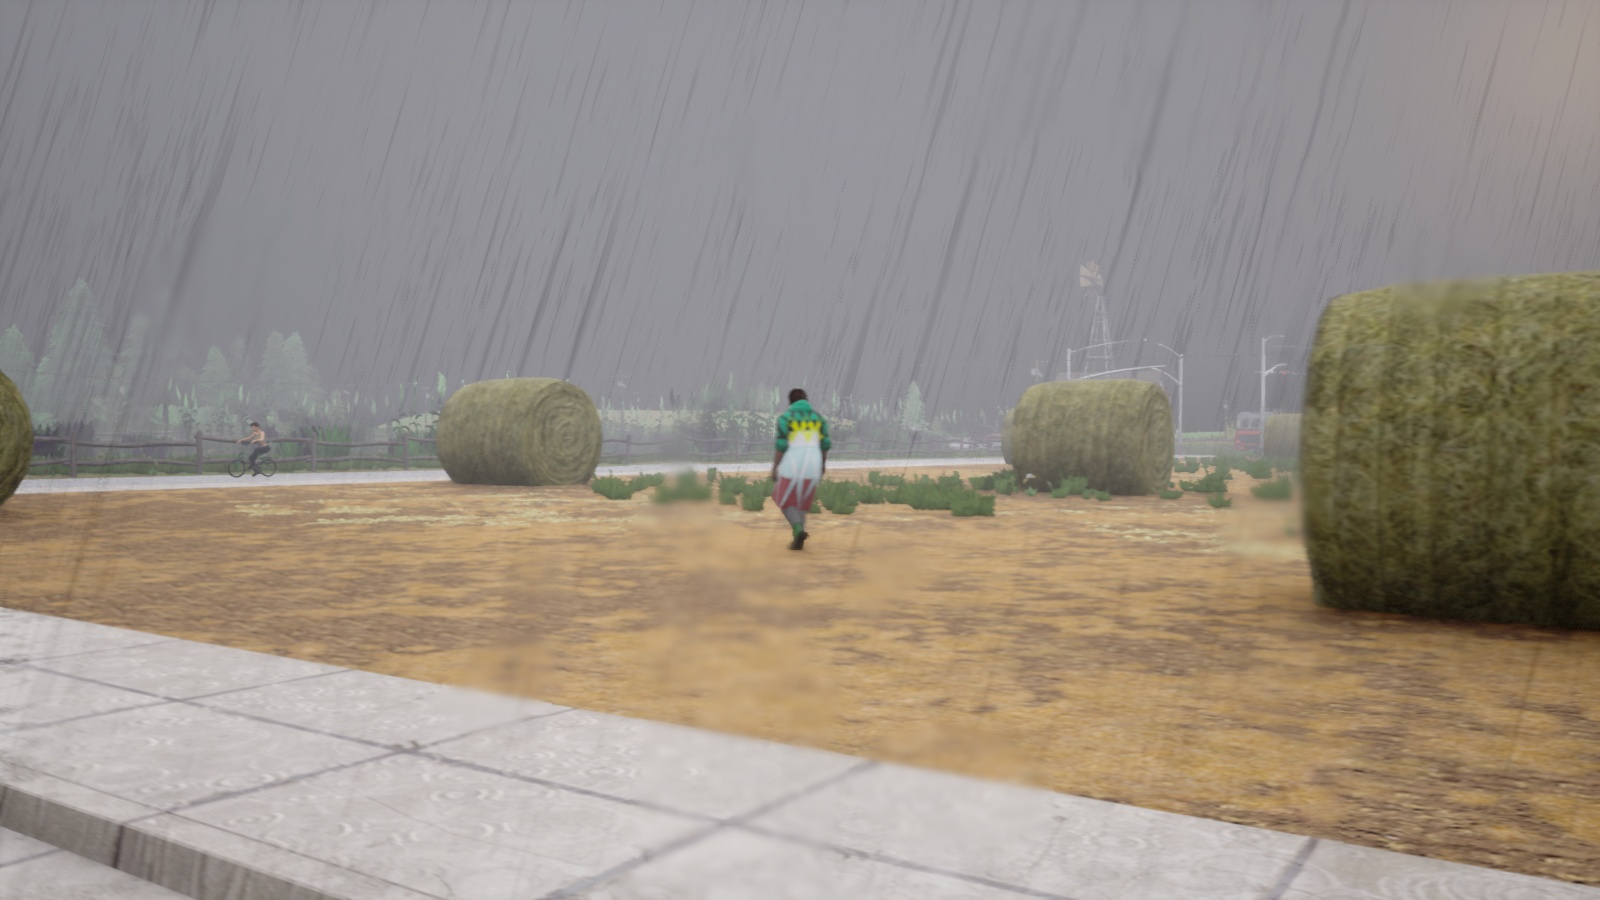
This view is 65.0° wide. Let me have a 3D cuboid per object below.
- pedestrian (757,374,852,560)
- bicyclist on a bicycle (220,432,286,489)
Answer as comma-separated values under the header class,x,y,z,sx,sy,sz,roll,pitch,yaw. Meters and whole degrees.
class,x,y,z,sx,sy,sz,roll,pitch,yaw
pedestrian,0.043,0.169,13.737,0.659,1.952,0.873,-1,1,-31
bicyclist on a bicycle,-15.856,0.280,36.424,0.866,1.612,1.509,0,1,37
